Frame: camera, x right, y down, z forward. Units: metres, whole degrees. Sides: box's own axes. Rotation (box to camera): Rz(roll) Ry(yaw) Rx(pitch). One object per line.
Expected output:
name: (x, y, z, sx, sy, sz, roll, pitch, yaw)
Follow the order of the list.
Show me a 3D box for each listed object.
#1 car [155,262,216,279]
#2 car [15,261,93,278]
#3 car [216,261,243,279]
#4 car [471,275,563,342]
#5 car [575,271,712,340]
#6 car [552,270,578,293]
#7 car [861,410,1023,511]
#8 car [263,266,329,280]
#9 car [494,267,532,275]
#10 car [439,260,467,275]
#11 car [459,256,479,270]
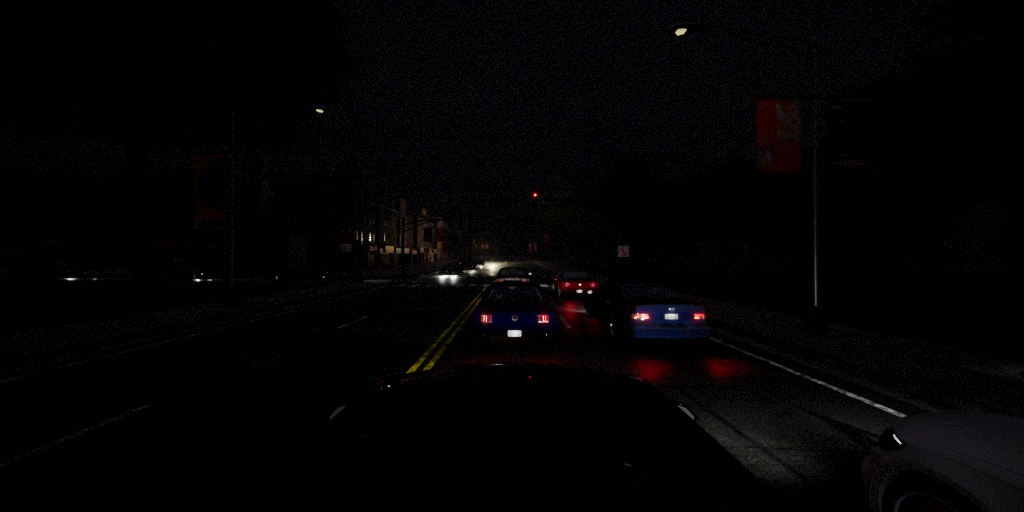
car: (-28.161, 1.318, 30.267, 4.181, 1.385, 1.994, 0, 0, 0)
car: (-38.559, 1.153, 30.285, 5.008, 1.535, 1.882, 0, 0, 0)
car: (-27.797, 1.256, 33.185, 5.008, 1.535, 1.882, 0, 0, 0)
car: (0.079, 1.374, 9.854, 1.895, 1.301, 4.718, 0, 0, 0)
car: (3.329, 1.321, 9.979, 2.033, 1.411, 5.357, 0, 0, 0)
car: (3.298, 1.439, 19.622, 1.895, 1.301, 4.718, 0, 0, 0)
car: (3.344, 1.275, 0.503, 1.812, 1.442, 4.674, 0, 0, 0)
car: (-18.094, 1.449, 30.270, 4.718, 1.301, 1.895, 1, 0, 0)
car: (0.047, 1.313, 19.194, 1.882, 1.535, 5.008, 0, 0, 0)
car: (-6.899, 1.442, 41.001, 1.994, 1.385, 4.181, 0, 0, 6)
car: (-6.607, 1.027, 53.743, 2.150, 2.045, 5.566, 0, 0, 0)
